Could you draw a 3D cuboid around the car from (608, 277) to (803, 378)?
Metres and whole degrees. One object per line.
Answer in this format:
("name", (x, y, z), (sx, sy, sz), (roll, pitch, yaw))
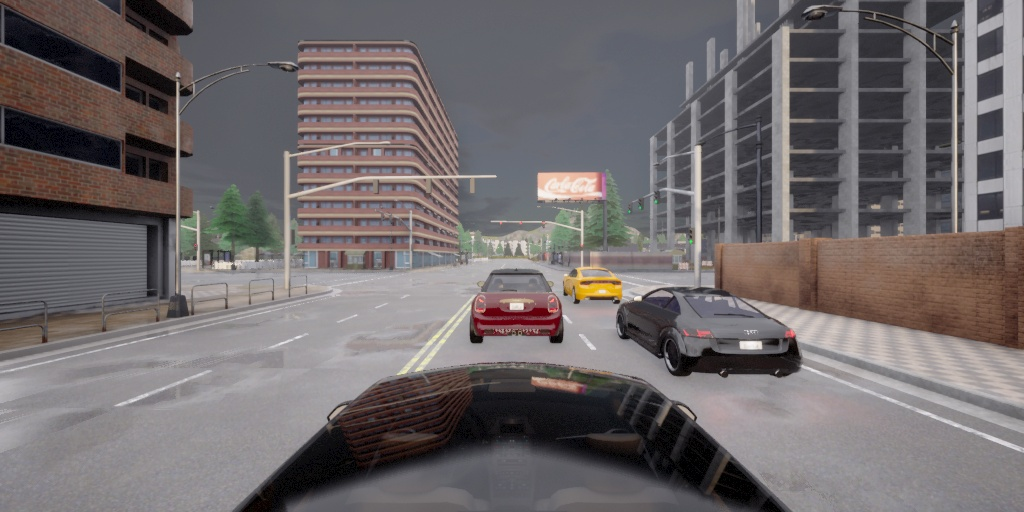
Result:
("car", (3.598, 1.314, 7.410), (1.994, 1.385, 4.181), (0, 0, 0))

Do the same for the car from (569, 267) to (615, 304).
("car", (3.498, 1.228, 16.343), (1.882, 1.535, 5.008), (0, 0, 0))

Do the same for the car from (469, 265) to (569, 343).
("car", (0.100, 1.102, 9.814), (2.097, 1.767, 4.553), (0, 0, 0))
